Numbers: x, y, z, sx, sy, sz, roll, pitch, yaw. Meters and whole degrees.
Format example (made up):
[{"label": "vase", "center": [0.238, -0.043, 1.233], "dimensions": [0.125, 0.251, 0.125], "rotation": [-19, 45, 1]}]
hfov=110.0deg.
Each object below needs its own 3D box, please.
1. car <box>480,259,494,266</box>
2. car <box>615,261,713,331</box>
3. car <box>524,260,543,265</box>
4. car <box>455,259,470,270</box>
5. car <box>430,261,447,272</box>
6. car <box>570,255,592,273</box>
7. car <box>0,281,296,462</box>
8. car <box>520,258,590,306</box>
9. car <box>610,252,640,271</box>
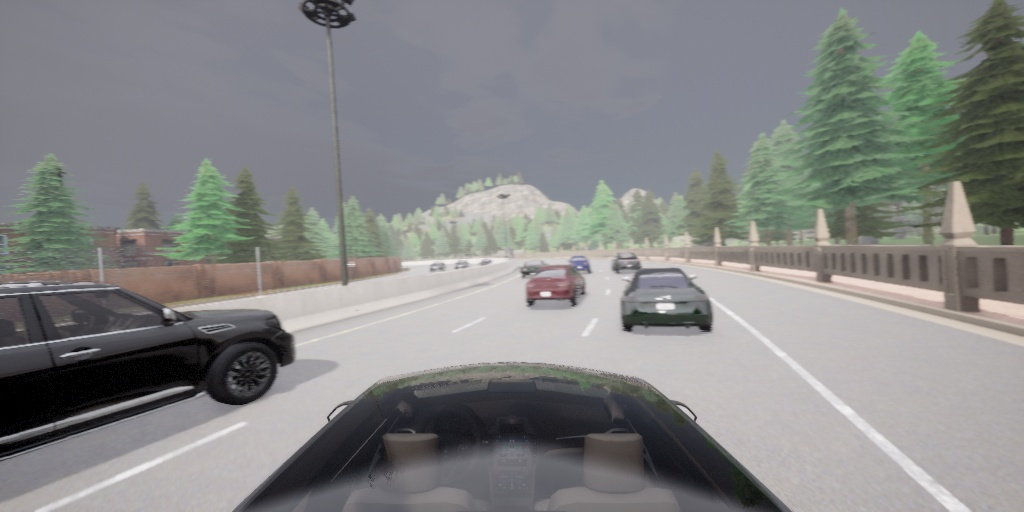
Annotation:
[{"label": "car", "center": [-3.654, 1.089, 52.430], "dimensions": [2.033, 1.411, 5.357], "rotation": [-4, 0, -3]}, {"label": "car", "center": [3.960, 0.996, 9.598], "dimensions": [1.994, 1.385, 4.181], "rotation": [-3, 1, 20]}, {"label": "car", "center": [1.921, 0.994, 29.001], "dimensions": [1.895, 1.301, 4.718], "rotation": [-3, 1, 10]}, {"label": "car", "center": [-7.139, 1.259, 52.006], "dimensions": [2.128, 1.511, 4.902], "rotation": [-4, 0, -3]}, {"label": "car", "center": [-10.626, 1.480, 51.720], "dimensions": [2.128, 1.511, 4.902], "rotation": [-4, 0, -3]}, {"label": "car", "center": [5.600, 0.677, 30.243], "dimensions": [1.812, 1.442, 4.674], "rotation": [-3, 1, 9]}, {"label": "car", "center": [-5.583, 1.300, 4.117], "dimensions": [2.150, 2.045, 5.566], "rotation": [-3, 1, 22]}, {"label": "car", "center": [1.803, 1.053, 14.222], "dimensions": [1.812, 1.442, 4.674], "rotation": [-3, 1, 17]}, {"label": "car", "center": [8.745, 0.466, 27.825], "dimensions": [2.128, 1.511, 4.902], "rotation": [-3, 1, 10]}]
